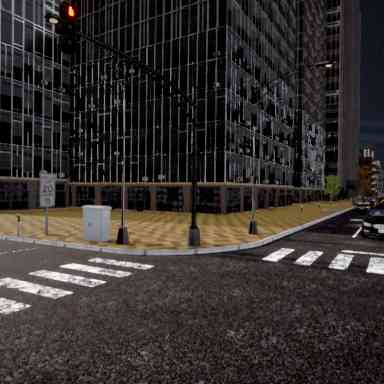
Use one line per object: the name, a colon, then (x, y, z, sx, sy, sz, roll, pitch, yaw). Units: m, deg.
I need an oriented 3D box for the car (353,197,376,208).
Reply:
car: (19.780, 1.597, 38.406, 2.008, 1.369, 4.403, 1, 0, 31)

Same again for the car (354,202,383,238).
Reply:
car: (9.886, 1.513, 17.119, 2.128, 1.511, 4.902, 1, 0, 31)

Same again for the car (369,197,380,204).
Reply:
car: (36.940, 1.711, 67.245, 1.802, 1.307, 4.206, 1, 0, 31)

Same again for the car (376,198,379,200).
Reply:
car: (20.319, 1.551, 34.316, 1.882, 1.535, 5.008, 1, 0, 31)

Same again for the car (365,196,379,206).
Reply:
car: (31.254, 1.542, 57.610, 1.967, 1.590, 4.097, 1, 0, 31)

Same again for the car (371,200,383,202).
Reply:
car: (14.863, 1.571, 25.360, 1.812, 1.442, 4.674, 1, 0, 31)

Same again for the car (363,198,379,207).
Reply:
car: (28.415, 1.639, 52.792, 2.008, 1.369, 4.403, 1, 0, 31)
